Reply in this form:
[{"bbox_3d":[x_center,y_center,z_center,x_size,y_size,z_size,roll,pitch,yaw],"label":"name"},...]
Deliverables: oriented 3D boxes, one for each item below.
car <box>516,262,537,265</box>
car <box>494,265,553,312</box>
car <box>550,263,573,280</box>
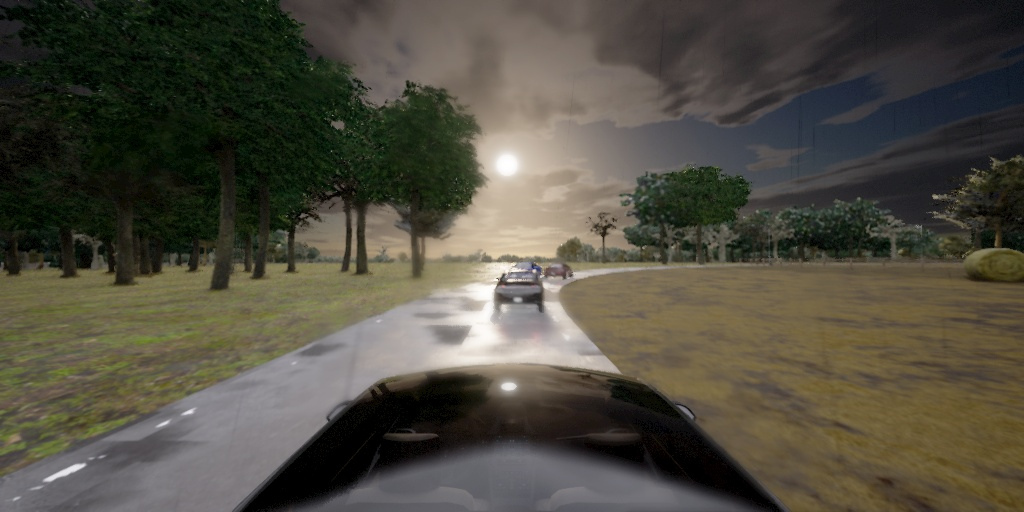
[{"bbox_3d":[1.146,1.290,32.110,1.882,1.535,5.008,0,0,21],"label":"car"},{"bbox_3d":[0.389,1.276,14.480,2.128,1.511,4.902,0,0,4],"label":"car"},{"bbox_3d":[4.221,1.325,31.998,1.812,1.442,4.674,0,0,20],"label":"car"}]
